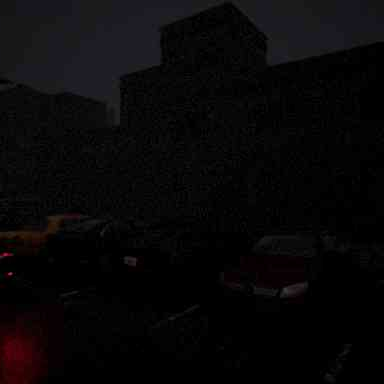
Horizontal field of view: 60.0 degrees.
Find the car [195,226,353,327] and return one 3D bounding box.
[{"bbox_3d":[2.270,1.520,7.337,2.002,1.452,4.674,0,0,35],"label":"car"}]

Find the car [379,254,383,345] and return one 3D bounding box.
[{"bbox_3d":[4.518,1.481,5.739,2.097,1.535,5.008,0,0,35],"label":"car"}]

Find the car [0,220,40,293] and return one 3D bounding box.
[{"bbox_3d":[-5.870,1.493,7.560,4.902,1.511,2.128,0,0,35],"label":"car"}]

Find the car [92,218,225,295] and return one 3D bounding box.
[{"bbox_3d":[0.041,1.509,8.959,2.163,1.488,4.792,0,0,35],"label":"car"}]

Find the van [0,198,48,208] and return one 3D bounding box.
[{"bbox_3d":[-8.926,1.265,15.168,1.878,1.987,4.442,0,0,36],"label":"van"}]

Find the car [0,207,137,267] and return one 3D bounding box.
[{"bbox_3d":[-4.359,1.480,12.286,1.946,1.575,5.366,0,0,35],"label":"car"}]

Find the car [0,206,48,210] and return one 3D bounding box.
[{"bbox_3d":[-6.714,1.526,13.734,2.002,1.452,4.674,0,0,35],"label":"car"}]
